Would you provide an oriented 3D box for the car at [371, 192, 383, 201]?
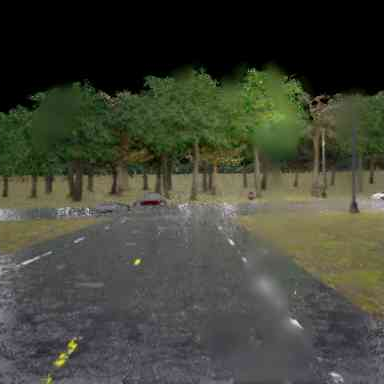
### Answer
[{"bbox_3d":[26.211,0.441,43.936,4.674,1.442,1.812,-3,3,0],"label":"car"}]

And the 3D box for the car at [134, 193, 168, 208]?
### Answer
[{"bbox_3d":[-5.546,1.054,43.875,4.553,1.767,2.097,-2,2,-1],"label":"car"}]

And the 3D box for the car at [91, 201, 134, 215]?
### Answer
[{"bbox_3d":[-8.978,1.729,36.851,4.181,1.385,1.994,-3,2,0],"label":"car"}]
